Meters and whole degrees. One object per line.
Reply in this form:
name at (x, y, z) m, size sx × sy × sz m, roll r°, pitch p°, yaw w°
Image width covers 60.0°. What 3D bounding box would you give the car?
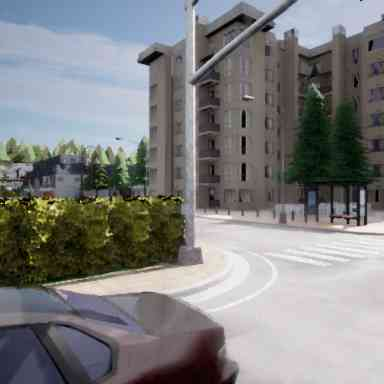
car at (-2.103, 1.548, 2.370) m, size 5.357 × 1.411 × 2.033 m, roll 0°, pitch 0°, yaw -35°
